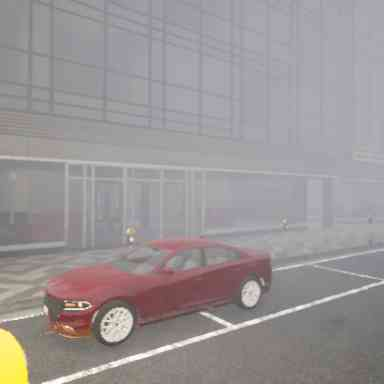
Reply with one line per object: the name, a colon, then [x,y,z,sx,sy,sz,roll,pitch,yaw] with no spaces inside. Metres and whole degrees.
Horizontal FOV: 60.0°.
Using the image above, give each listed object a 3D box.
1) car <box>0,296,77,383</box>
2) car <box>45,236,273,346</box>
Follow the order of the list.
car: [-3.185,1.455,0.986,5.008,1.535,1.882,1,0,-35]
car: [-0.390,1.579,6.370,4.507,1.381,1.887,1,-1,-35]
